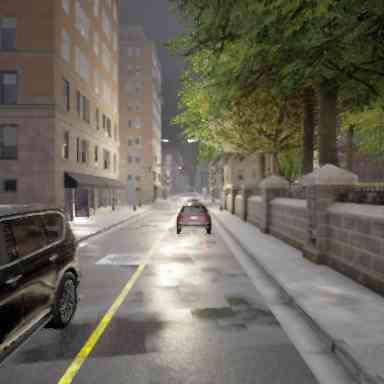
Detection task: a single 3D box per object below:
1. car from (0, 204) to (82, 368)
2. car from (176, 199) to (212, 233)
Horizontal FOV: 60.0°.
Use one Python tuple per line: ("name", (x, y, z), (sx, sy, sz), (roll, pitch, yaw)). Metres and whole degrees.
("car", (-3.100, 1.217, 3.960), (2.150, 2.045, 5.566), (0, 0, 0))
("car", (0.100, 1.403, 19.274), (2.033, 1.649, 4.856), (0, 0, 0))
